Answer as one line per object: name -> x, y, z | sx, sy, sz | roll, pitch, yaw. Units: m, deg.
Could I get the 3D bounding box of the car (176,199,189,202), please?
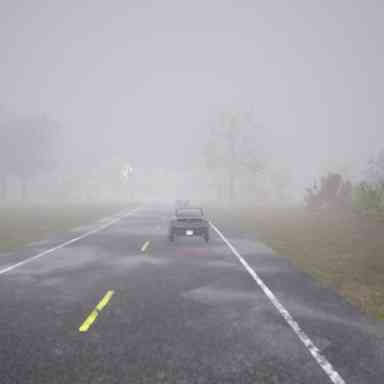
car -> -1.021, 1.462, 36.416 | 2.033, 1.411, 5.357 | 0, 0, -3

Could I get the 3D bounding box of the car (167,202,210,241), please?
car -> -0.170, 1.478, 16.617 | 1.837, 1.490, 4.892 | 0, 0, -2
